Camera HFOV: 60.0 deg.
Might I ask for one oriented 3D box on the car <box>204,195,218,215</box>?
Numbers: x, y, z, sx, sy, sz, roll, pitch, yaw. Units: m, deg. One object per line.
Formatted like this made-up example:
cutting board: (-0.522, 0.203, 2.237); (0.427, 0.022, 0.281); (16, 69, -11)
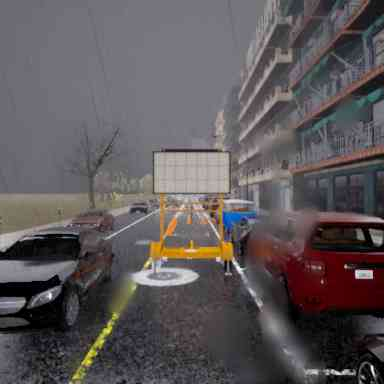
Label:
car: (2.545, 1.319, 30.005); (2.192, 1.841, 5.009); (1, 0, 0)

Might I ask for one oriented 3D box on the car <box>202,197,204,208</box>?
car: (2.530, 1.588, 41.327); (1.802, 1.307, 4.206); (1, 0, 0)

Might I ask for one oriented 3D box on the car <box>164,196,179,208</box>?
car: (-2.898, 1.608, 48.716); (1.895, 1.301, 4.718); (0, 0, 0)

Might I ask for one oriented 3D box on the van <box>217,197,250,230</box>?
van: (2.557, 1.344, 18.683); (1.690, 1.788, 3.998); (1, 0, 0)

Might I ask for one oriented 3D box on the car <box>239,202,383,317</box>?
car: (2.570, 1.316, 7.361); (2.192, 1.841, 5.009); (1, 0, 0)

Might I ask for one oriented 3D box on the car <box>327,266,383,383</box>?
car: (2.573, 1.566, 1.699); (1.947, 1.339, 4.313); (1, 0, 0)

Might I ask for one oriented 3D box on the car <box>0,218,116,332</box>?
car: (-2.857, 1.527, 7.005); (1.812, 1.442, 4.674); (0, 0, 0)

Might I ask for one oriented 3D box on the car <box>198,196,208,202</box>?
car: (2.493, 1.566, 75.292); (2.008, 1.369, 4.403); (1, 0, 0)

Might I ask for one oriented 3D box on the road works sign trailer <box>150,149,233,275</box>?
road works sign trailer: (-0.010, 0.466, 10.405); (2.380, 3.560, 2.880); (0, 0, 0)

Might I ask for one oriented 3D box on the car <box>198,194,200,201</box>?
car: (2.506, 1.537, 64.141); (1.752, 1.417, 4.829); (1, 0, 0)

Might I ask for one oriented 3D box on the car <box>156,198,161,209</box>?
car: (-5.356, 1.589, 46.433); (1.802, 1.307, 4.206); (1, 0, 0)

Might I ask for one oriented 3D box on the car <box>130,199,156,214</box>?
car: (-5.343, 1.571, 35.125); (1.947, 1.339, 4.313); (1, 0, 0)

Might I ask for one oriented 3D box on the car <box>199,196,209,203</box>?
car: (2.500, 1.539, 69.802); (1.752, 1.417, 4.829); (1, 0, 0)

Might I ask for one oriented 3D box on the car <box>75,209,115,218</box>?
car: (-5.325, 1.585, 18.163); (1.802, 1.307, 4.206); (1, 0, 0)

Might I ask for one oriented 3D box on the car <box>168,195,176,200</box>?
car: (-5.405, 1.572, 91.665); (2.008, 1.369, 4.403); (1, 0, 0)

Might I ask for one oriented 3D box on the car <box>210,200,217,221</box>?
car: (2.549, 1.529, 24.514); (1.752, 1.417, 4.829); (1, 0, 0)

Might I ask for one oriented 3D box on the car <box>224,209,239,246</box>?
car: (2.561, 1.568, 13.021); (1.947, 1.339, 4.313); (1, 0, 0)

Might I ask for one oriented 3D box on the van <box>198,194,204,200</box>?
van: (2.477, 1.363, 92.276); (1.690, 1.788, 3.998); (1, 0, 0)

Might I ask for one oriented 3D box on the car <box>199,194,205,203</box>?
car: (2.527, 1.322, 46.988); (2.192, 1.841, 5.009); (1, 0, 0)

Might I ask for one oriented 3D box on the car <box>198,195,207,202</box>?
car: (2.488, 1.457, 80.954); (1.967, 1.590, 4.097); (1, 0, 0)
